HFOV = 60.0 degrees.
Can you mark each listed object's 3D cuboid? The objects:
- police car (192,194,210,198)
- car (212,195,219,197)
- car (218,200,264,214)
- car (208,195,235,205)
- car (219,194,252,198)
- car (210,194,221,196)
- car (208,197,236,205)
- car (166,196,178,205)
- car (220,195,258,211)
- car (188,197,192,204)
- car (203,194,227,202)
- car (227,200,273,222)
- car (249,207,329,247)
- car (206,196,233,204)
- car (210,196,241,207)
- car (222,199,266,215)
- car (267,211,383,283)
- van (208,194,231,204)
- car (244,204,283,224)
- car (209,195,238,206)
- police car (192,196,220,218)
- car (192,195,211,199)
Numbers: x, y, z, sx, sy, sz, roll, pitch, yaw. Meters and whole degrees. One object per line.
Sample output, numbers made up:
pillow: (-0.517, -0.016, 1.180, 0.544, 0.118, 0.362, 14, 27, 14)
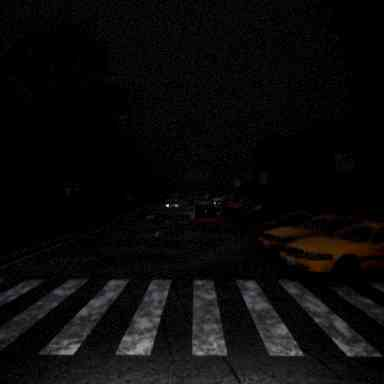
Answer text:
police car: (1.312, 1.532, 47.596, 1.930, 1.638, 5.238, 0, 0, 0)
car: (5.432, 1.615, 45.756, 4.792, 1.488, 2.163, 1, 0, -20)
car: (5.402, 1.598, 36.762, 4.674, 1.452, 2.002, 1, 0, -20)
car: (5.599, 1.537, 63.789, 4.553, 1.767, 2.185, 1, 0, -20)
car: (5.421, 1.426, 33.766, 4.553, 1.767, 2.185, 1, 0, -20)
car: (5.456, 1.344, 48.758, 5.566, 2.045, 2.435, 1, 0, -20)
car: (5.551, 1.688, 60.780, 4.674, 1.452, 2.002, 1, 0, -20)
car: (-3.869, 1.533, 64.605, 2.097, 1.767, 4.553, 0, 0, 1)
car: (5.404, 1.419, 30.765, 4.553, 1.767, 2.185, 1, 0, -20)
car: (0.209, 1.672, 67.969, 1.882, 1.535, 5.008, 0, 0, 0)
car: (5.642, 1.502, 81.830, 5.566, 2.045, 2.435, 1, -1, -20)
car: (5.346, 1.574, 24.753, 4.674, 1.452, 2.002, 1, 0, -20)
car: (5.137, 1.513, 12.688, 5.366, 1.575, 1.946, 1, 0, -20)
car: (5.571, 1.677, 66.792, 5.008, 1.535, 2.097, 1, -1, -20)
car: (5.484, 1.494, 54.771, 4.553, 1.767, 2.185, 1, -1, -20)
car: (5.329, 1.568, 27.745, 4.792, 1.488, 2.163, 1, 0, -20)
car: (5.134, 1.509, 9.687, 5.366, 1.575, 1.946, 1, 0, -20)
van: (5.702, 1.468, 69.838, 4.442, 1.987, 1.878, 1, -1, -20)
car: (5.324, 1.523, 15.753, 4.892, 1.521, 2.231, 1, 0, -20)
car: (5.502, 1.507, 57.773, 4.553, 1.767, 2.185, 1, -1, -20)
police car: (1.229, 1.486, 31.596, 1.930, 1.638, 5.238, 0, 0, 0)
car: (1.280, 1.542, 41.676, 1.801, 1.575, 5.366, 0, 0, 0)
